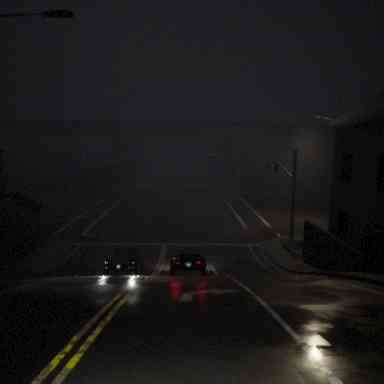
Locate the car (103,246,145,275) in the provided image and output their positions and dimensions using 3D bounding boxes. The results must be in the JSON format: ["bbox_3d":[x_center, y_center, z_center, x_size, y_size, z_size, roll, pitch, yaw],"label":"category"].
[{"bbox_3d":[-3.842,3.986,19.530,1.837,1.490,4.892,0,-9,-1],"label":"car"}]

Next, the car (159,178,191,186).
[{"bbox_3d":[-3.246,-1.954,64.436,4.974,1.542,2.038,-6,11,-36],"label":"car"}]

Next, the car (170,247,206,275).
[{"bbox_3d":[-0.225,3.827,18.589,1.812,1.442,4.674,0,-11,-1],"label":"car"}]

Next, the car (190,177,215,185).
[{"bbox_3d":[2.074,-2.215,65.228,4.536,1.218,1.853,5,10,28],"label":"car"}]

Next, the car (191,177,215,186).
[{"bbox_3d":[2.119,-2.055,65.227,4.974,1.542,2.038,5,10,28],"label":"car"}]

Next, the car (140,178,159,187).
[{"bbox_3d":[-7.854,-1.966,64.417,4.974,1.542,2.038,8,12,43],"label":"car"}]

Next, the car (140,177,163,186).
[{"bbox_3d":[-7.892,-2.127,64.429,4.536,1.218,1.853,8,12,43],"label":"car"}]

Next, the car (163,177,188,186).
[{"bbox_3d":[-3.204,-2.115,64.444,4.536,1.218,1.853,-6,11,-36],"label":"car"}]
